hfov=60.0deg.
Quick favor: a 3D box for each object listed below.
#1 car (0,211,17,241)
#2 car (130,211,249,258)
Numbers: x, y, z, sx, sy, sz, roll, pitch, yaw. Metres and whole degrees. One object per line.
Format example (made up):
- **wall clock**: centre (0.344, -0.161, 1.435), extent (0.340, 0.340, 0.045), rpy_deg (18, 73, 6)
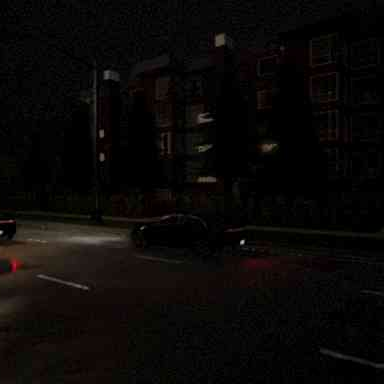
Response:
- **car**: centre (-10.072, 1.497, 15.454), extent (4.902, 1.511, 2.128), rpy_deg (0, 0, 36)
- **car**: centre (-0.257, 1.493, 12.739), extent (4.902, 1.511, 2.128), rpy_deg (0, 0, 36)
